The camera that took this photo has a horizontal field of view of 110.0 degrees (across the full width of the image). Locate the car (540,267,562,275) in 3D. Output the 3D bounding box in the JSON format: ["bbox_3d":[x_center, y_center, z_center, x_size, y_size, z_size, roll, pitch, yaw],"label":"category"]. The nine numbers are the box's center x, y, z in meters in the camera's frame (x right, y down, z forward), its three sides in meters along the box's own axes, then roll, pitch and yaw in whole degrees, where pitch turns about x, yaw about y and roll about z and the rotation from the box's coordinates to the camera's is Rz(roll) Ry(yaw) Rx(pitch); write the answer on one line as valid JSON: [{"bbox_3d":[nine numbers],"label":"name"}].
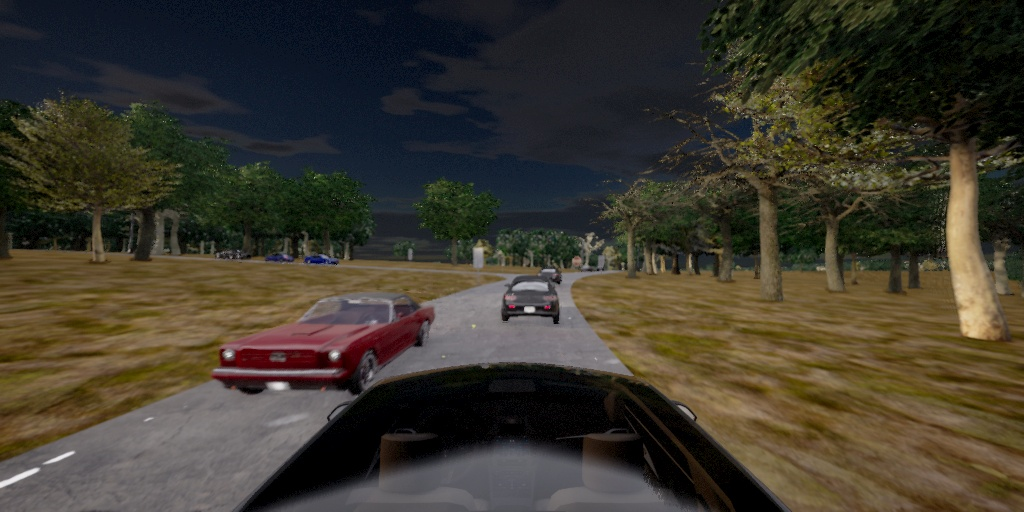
[{"bbox_3d":[3.096,1.626,29.434,1.812,1.442,4.674,0,-1,11],"label":"car"}]

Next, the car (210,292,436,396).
[{"bbox_3d":[-2.947,1.415,6.868,1.895,1.301,4.718,0,-1,3],"label":"car"}]

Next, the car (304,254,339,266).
[{"bbox_3d":[-27.136,0.570,51.200,5.008,1.535,1.882,2,-2,15],"label":"car"}]

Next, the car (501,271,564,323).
[{"bbox_3d":[0.694,1.413,12.672,1.812,1.442,4.674,0,-1,5],"label":"car"}]
